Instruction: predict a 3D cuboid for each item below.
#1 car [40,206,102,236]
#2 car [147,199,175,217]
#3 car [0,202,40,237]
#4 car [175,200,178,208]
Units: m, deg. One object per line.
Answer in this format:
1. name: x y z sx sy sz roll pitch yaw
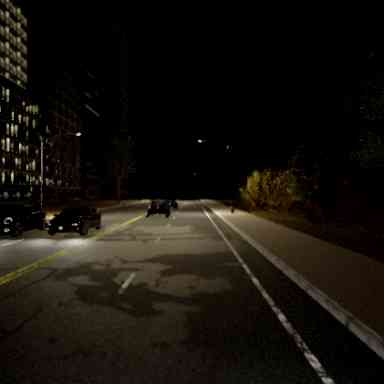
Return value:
1. car: -6.507 1.571 18.943 1.837 1.490 4.892 0 -1 0
2. car: -3.149 1.460 32.829 2.097 1.767 4.553 0 0 0
3. car: -9.766 1.410 18.164 2.097 1.767 4.553 0 0 0
4. car: -3.152 1.728 49.715 1.994 1.385 4.181 0 0 0
